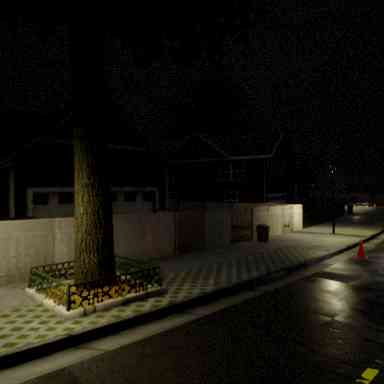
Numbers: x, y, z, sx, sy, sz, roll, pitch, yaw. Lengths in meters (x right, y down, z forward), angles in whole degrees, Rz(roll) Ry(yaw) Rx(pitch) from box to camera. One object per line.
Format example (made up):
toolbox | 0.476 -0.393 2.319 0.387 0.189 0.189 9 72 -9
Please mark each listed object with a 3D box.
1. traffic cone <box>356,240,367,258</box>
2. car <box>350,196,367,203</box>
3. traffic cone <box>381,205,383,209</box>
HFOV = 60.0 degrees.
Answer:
traffic cone | 5.915 1.983 11.602 0.340 0.580 0.340 0 0 41
car | 32.719 1.430 65.517 1.812 1.442 4.674 0 0 5
traffic cone | 25.745 1.984 45.004 0.340 0.580 0.340 0 0 20
